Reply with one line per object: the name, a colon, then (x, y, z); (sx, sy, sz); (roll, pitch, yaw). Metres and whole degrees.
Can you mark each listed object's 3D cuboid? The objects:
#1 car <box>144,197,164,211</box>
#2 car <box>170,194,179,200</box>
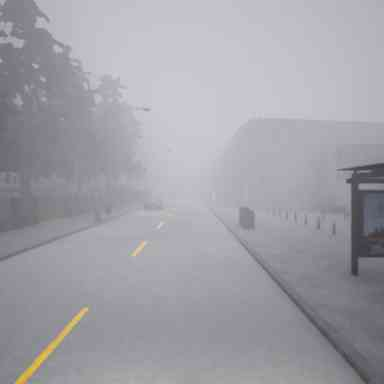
car: (-4.092, 1.288, 36.142); (1.812, 1.442, 4.674); (0, 0, 0)
car: (-4.047, 1.189, 77.695); (1.994, 1.385, 4.181); (0, 0, 0)
